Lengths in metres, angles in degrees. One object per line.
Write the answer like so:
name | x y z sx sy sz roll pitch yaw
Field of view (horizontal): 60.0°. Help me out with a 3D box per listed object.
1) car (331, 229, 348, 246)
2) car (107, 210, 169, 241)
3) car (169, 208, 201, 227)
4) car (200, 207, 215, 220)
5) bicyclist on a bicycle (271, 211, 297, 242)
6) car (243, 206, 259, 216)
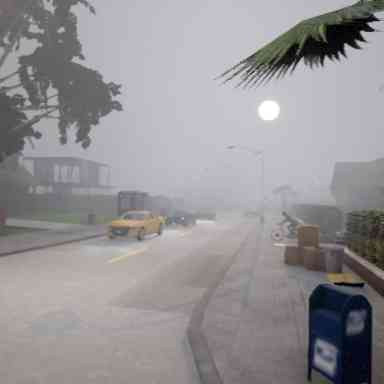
car | 9.015 1.914 14.518 5.357 1.415 2.033 1 -1 17
car | -3.153 1.839 19.432 1.882 1.535 5.008 1 -1 14
car | -0.924 2.219 28.552 1.895 1.301 4.718 1 -1 14
car | 1.451 2.455 38.208 1.994 1.385 4.181 1 -1 14
bicyclist on a bicycle | 5.152 1.888 18.035 1.656 1.620 0.582 1 -1 14
car | 9.166 2.906 51.589 1.812 1.442 4.674 1 -1 18
